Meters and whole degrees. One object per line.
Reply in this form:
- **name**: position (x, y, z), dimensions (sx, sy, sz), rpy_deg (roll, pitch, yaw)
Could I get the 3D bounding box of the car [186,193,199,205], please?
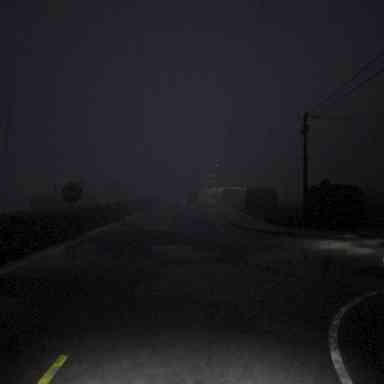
- **car**: position (0.066, 1.395, 56.496), dimensions (1.837, 1.490, 4.892), rpy_deg (0, 0, 0)
